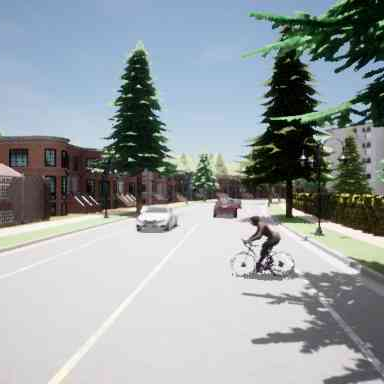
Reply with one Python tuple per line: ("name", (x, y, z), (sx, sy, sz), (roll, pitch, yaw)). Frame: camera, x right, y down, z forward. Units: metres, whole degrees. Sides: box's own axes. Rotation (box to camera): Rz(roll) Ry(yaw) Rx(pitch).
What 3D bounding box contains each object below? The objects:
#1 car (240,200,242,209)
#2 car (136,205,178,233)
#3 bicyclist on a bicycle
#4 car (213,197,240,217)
("car", (5.660, 1.562, 44.790), (1.994, 1.385, 4.181), (0, 0, 12))
("car", (-1.998, 1.524, 20.097), (1.812, 1.442, 4.674), (0, 0, 7))
("bicyclist on a bicycle", (1.830, 1.447, 8.709), (1.656, 1.620, 0.582), (-2, 0, 4))
("car", (3.219, 1.352, 31.244), (2.097, 1.767, 4.553), (0, 0, 9))
